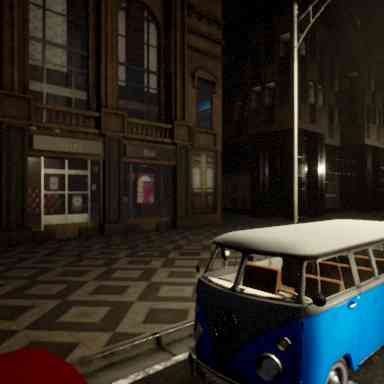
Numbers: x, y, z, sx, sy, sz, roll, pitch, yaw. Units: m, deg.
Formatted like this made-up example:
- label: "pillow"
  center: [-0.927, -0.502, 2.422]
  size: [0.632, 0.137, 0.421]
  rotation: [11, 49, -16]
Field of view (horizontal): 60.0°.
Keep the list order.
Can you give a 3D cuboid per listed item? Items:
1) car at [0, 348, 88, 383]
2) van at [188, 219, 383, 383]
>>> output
- label: "car"
  center: [-2.426, 1.547, 0.861]
  size: [4.507, 1.381, 1.887]
  rotation: [0, 0, -41]
- label: "van"
  center: [1.794, 1.340, 4.571]
  size: [3.998, 1.788, 1.690]
  rotation: [0, 0, -41]
